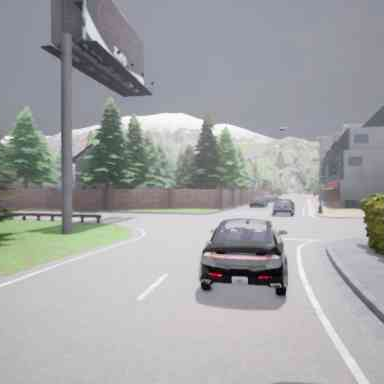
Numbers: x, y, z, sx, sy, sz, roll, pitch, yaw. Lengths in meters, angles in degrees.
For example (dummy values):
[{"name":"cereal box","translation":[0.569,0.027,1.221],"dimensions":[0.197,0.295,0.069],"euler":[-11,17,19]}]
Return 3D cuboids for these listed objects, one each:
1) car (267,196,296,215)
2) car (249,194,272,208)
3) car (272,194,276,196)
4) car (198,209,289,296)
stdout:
[{"name":"car","translation":[8.532,1.342,30.785],"dimensions":[2.033,1.411,5.357],"euler":[0,0,19]},{"name":"car","translation":[8.434,1.266,41.906],"dimensions":[2.033,1.411,5.357],"euler":[0,0,19]},{"name":"car","translation":[13.897,1.138,57.733],"dimensions":[1.812,1.442,4.674],"euler":[0,0,19]},{"name":"car","translation":[1.415,1.433,8.621],"dimensions":[2.128,1.511,4.902],"euler":[0,0,12]}]
